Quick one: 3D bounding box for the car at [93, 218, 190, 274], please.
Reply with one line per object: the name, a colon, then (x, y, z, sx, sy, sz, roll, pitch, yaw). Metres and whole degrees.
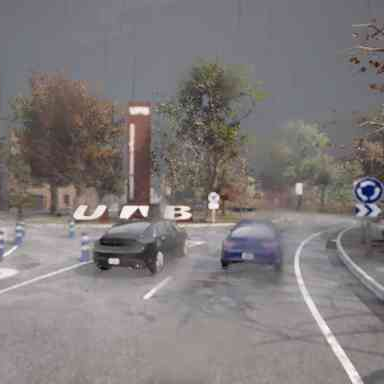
car: (-1.449, 1.641, 11.144, 1.837, 1.490, 4.892, 0, -1, 15)

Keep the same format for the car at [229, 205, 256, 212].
car: (8.969, 2.984, 59.815, 4.718, 1.301, 1.895, -1, -2, 41)

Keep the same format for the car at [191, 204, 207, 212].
car: (1.341, 2.935, 60.747, 5.357, 1.411, 2.033, 0, -2, 20)

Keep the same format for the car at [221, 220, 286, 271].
car: (2.178, 1.673, 11.435, 1.812, 1.442, 4.674, -1, -2, 16)
